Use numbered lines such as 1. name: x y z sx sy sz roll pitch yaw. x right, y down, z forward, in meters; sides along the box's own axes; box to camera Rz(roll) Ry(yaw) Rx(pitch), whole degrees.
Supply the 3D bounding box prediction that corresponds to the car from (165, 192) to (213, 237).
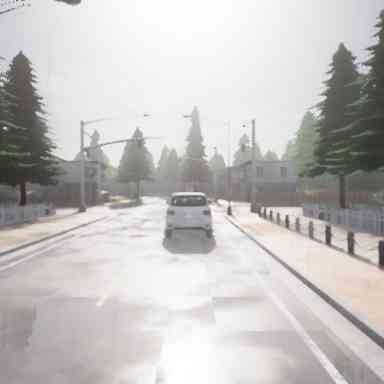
1. car: -0.159 1.029 16.889 2.150 2.045 5.566 0 1 -1
